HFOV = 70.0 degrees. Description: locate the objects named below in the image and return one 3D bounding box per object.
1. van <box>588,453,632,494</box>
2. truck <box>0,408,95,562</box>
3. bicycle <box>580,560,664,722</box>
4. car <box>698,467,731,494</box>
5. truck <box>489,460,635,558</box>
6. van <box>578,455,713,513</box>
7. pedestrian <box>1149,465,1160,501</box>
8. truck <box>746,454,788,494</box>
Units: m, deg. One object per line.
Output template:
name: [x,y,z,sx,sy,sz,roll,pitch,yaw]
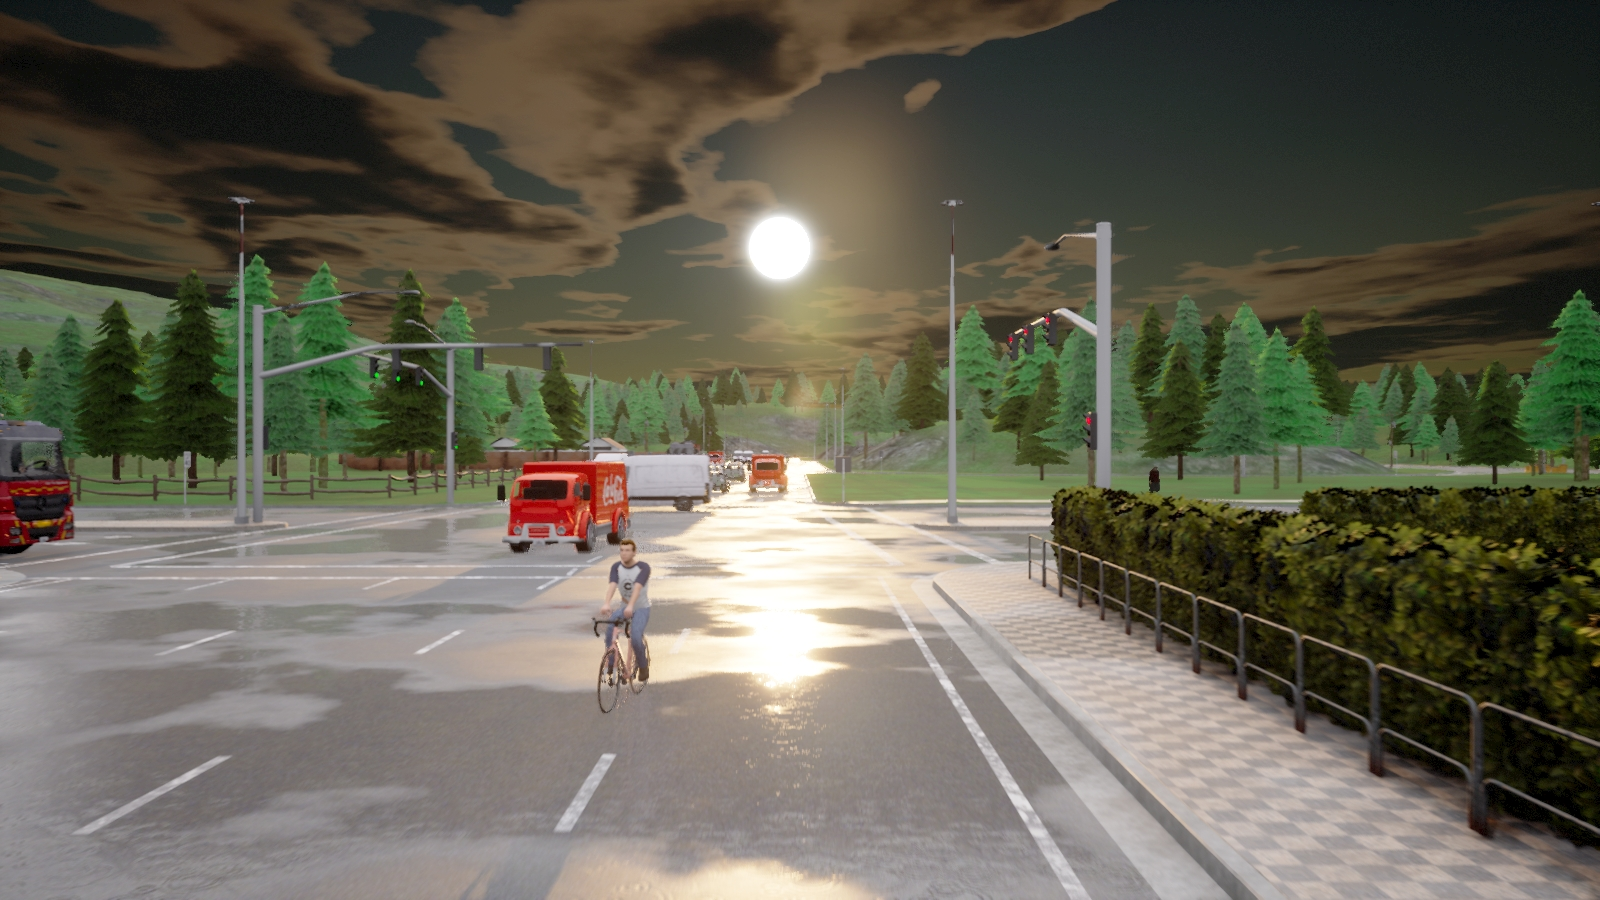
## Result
van: [-12.588,1.507,75.984,1.988,2.561,5.915,0,0,0]
truck: [-23.582,0.879,29.917,8.468,3.827,2.891,0,0,0]
bicycle: [-1.937,2.051,12.627,0.373,1.496,1.643,0,0,11]
car: [-5.584,1.972,74.703,1.851,1.617,3.988,0,0,0]
truck: [-6.524,1.555,32.085,2.627,2.467,5.204,0,0,5]
van: [-6.969,1.515,52.022,5.915,2.561,1.988,0,0,-1]
pedestrian: [18.094,1.674,58.371,0.375,1.860,0.375,0,0,-19]
truck: [-2.092,1.539,74.660,2.627,2.467,5.204,0,0,-1]
